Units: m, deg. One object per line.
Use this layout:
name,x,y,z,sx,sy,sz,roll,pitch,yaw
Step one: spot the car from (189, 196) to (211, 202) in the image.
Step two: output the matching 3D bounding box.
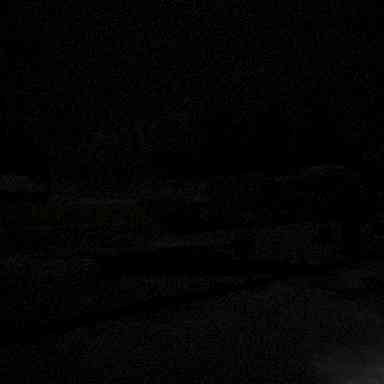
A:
car,1.351,1.388,53.803,1.882,1.535,5.008,0,0,-34
